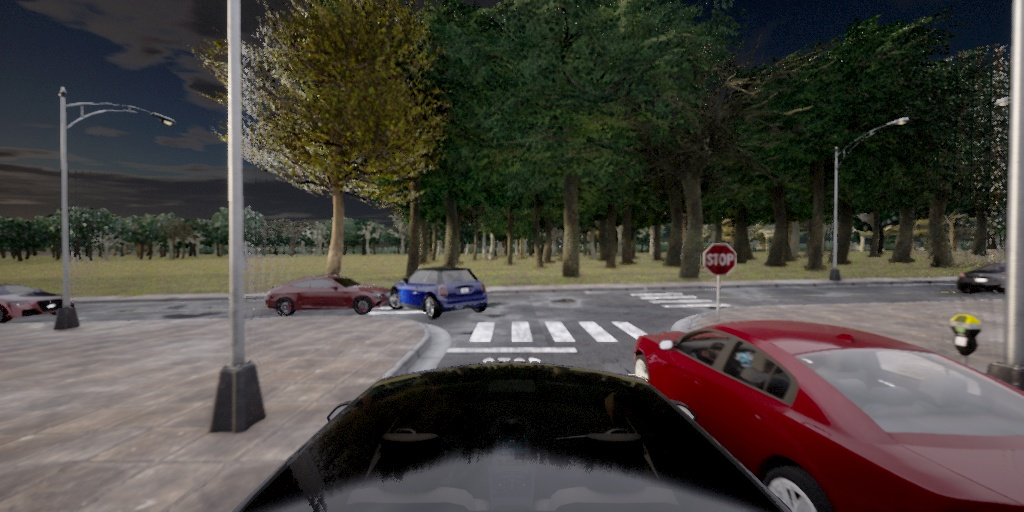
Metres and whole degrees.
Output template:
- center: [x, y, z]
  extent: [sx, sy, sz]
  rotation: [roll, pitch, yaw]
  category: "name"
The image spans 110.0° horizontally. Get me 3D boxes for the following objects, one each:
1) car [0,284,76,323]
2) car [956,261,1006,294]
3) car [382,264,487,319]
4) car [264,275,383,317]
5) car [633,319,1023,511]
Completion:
- center: [-19.967, 1.816, 13.988]
  extent: [4.181, 1.385, 1.994]
  rotation: [-1, 1, 0]
  category: "car"
- center: [20.294, 0.867, 13.993]
  extent: [4.181, 1.385, 1.994]
  rotation: [-1, 1, 0]
  category: "car"
- center: [-2.928, 1.187, 13.609]
  extent: [2.097, 1.767, 4.553]
  rotation: [-2, 1, -40]
  category: "car"
- center: [-7.034, 1.462, 13.987]
  extent: [4.674, 1.442, 1.812]
  rotation: [-1, 1, 0]
  category: "car"
- center: [2.637, 1.299, 3.548]
  extent: [1.888, 1.381, 4.507]
  rotation: [0, 0, 0]
  category: "car"
